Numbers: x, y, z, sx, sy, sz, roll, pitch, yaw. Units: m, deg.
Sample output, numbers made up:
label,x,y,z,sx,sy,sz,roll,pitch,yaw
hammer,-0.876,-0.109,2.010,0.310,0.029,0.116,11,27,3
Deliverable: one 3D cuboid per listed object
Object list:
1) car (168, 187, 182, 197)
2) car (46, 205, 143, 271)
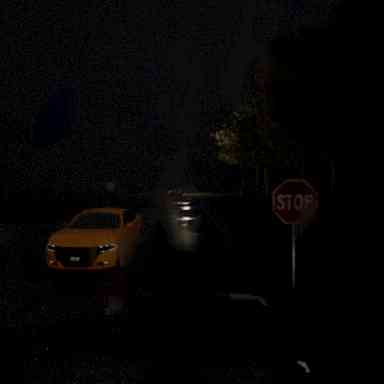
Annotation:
label,x,y,z,sx,sy,sz,roll,pitch,yaw
car,-2.754,-0.066,54.889,2.097,1.767,4.553,0,2,0
car,-2.739,1.234,10.297,1.882,1.535,5.008,1,2,0
